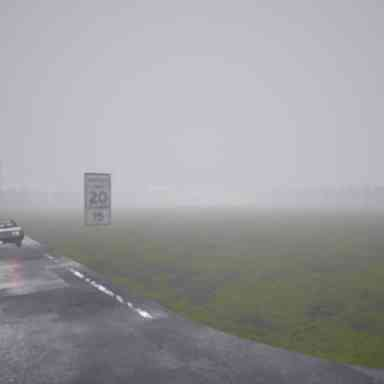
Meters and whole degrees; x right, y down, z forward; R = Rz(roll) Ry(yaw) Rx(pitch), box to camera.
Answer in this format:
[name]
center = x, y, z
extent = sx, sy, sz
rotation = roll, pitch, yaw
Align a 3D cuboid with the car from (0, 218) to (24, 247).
[car]
center = -9.552, 1.909, 16.118
extent = 1.895, 1.301, 4.718
rotation = 0, -1, -35
